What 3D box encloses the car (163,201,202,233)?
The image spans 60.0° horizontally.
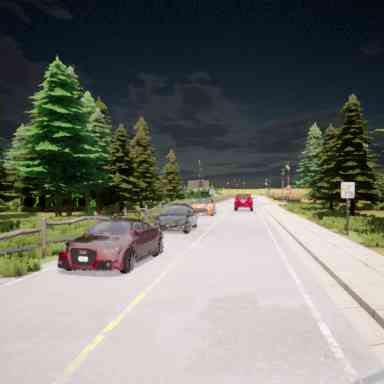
[{"bbox_3d":[-0.846,1.503,19.753,1.837,1.490,4.892,0,0,10],"label":"car"}]

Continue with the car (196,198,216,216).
[{"bbox_3d":[1.138,1.351,31.915,2.097,1.767,4.553,0,0,9],"label":"car"}]

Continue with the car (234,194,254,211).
[{"bbox_3d":[6.286,1.213,40.281,2.150,2.045,5.566,0,0,10],"label":"car"}]

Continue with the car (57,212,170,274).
[{"bbox_3d":[-2.392,1.568,10.712,1.994,1.385,4.181,0,0,14],"label":"car"}]

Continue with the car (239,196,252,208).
[{"bbox_3d":[8.176,1.469,50.520,1.882,1.535,5.008,0,0,11],"label":"car"}]
